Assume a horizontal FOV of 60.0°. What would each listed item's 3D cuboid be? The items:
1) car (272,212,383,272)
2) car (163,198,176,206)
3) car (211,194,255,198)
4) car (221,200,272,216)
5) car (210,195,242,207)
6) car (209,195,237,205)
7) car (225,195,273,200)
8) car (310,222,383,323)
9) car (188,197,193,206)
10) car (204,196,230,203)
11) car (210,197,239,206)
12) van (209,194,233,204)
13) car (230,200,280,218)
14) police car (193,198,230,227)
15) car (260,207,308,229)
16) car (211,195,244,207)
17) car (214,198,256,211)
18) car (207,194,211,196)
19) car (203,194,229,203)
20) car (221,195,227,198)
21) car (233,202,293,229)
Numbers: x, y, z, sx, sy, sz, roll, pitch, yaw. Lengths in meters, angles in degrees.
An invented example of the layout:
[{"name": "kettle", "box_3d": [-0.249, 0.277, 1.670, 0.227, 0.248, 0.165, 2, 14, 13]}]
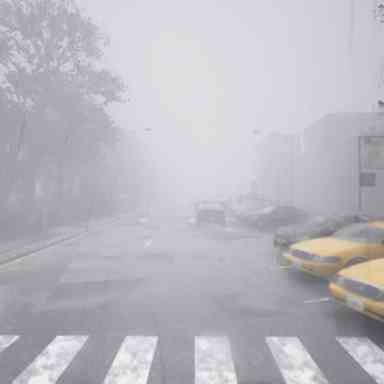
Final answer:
[{"name": "car", "box_3d": [5.142, 1.486, 9.243, 5.366, 1.575, 1.946, 1, 0, -20]}, {"name": "car", "box_3d": [-3.874, 1.669, 57.285, 1.994, 1.385, 4.181, 0, 0, 0]}, {"name": "car", "box_3d": [5.431, 1.272, 36.295, 5.566, 2.045, 2.435, 1, 0, -20]}, {"name": "car", "box_3d": [5.418, 1.557, 33.317, 4.674, 1.452, 2.002, 1, 0, -20]}, {"name": "car", "box_3d": [5.528, 1.453, 54.327, 4.553, 1.767, 2.185, 1, -1, -20]}, {"name": "car", "box_3d": [5.628, 1.479, 60.343, 4.553, 1.767, 2.185, 1, 0, -20]}, {"name": "car", "box_3d": [5.418, 1.381, 27.319, 4.553, 1.767, 2.185, 1, 0, -20]}, {"name": "car", "box_3d": [5.138, 1.484, 6.241, 5.366, 1.575, 1.946, 1, 0, -20]}, {"name": "car", "box_3d": [0.218, 1.606, 59.110, 2.128, 1.511, 4.902, 0, 0, 0]}, {"name": "car", "box_3d": [5.467, 1.652, 72.291, 5.366, 1.575, 1.946, 1, 0, -20]}, {"name": "car", "box_3d": [5.578, 1.632, 57.334, 4.674, 1.452, 2.002, 1, 0, -20]}, {"name": "van", "box_3d": [5.733, 1.407, 66.392, 4.442, 1.987, 1.878, 1, -1, -20]}, {"name": "car", "box_3d": [5.342, 1.531, 24.299, 4.792, 1.488, 2.163, 1, 0, -20]}, {"name": "police car", "box_3d": [1.218, 1.441, 23.152, 1.930, 1.638, 5.238, 0, 0, 0]}, {"name": "car", "box_3d": [5.331, 1.494, 12.307, 4.892, 1.521, 2.231, 1, 0, -20]}, {"name": "car", "box_3d": [5.509, 1.442, 51.325, 4.553, 1.767, 2.185, 1, -1, -20]}, {"name": "car", "box_3d": [5.452, 1.568, 42.310, 4.792, 1.488, 2.163, 1, 0, -20]}, {"name": "car", "box_3d": [5.478, 1.296, 45.312, 5.566, 2.045, 2.435, 1, 0, -20]}, {"name": "car", "box_3d": [5.679, 1.433, 78.384, 5.566, 2.045, 2.435, 1, -1, -20]}, {"name": "car", "box_3d": [5.436, 1.386, 30.320, 4.553, 1.767, 2.185, 1, 0, -20]}, {"name": "car", "box_3d": [5.357, 1.540, 21.307, 4.674, 1.452, 2.002, 1, 0, -20]}]
